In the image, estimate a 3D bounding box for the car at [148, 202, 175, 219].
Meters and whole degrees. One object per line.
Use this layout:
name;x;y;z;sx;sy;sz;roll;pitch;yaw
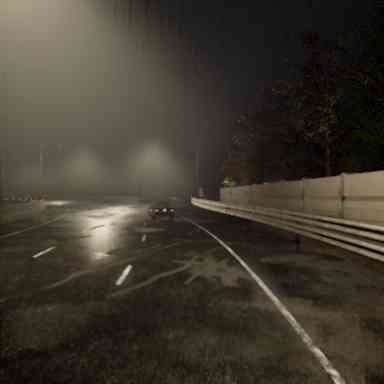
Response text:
car;-2.784;1.546;29.514;2.033;1.411;5.357;0;0;-13

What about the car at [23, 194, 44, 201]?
car;-38.385;1.536;80.546;4.181;1.385;1.994;0;0;43
